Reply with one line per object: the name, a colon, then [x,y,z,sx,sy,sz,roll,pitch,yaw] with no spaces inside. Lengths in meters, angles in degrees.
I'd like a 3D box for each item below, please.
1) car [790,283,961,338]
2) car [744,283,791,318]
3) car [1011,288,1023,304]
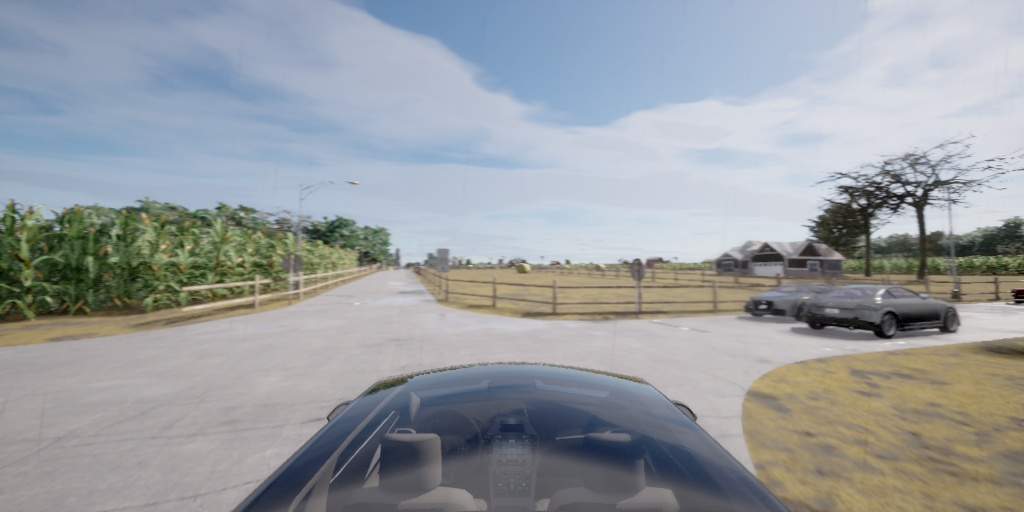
car: [11.041,1.558,10.796,4.181,1.385,1.994,1,-3,-17]
car: [11.197,1.721,13.810,4.181,1.385,1.994,0,-3,-16]
car: [29.593,1.968,19.391,4.718,1.301,1.895,1,-3,-17]
